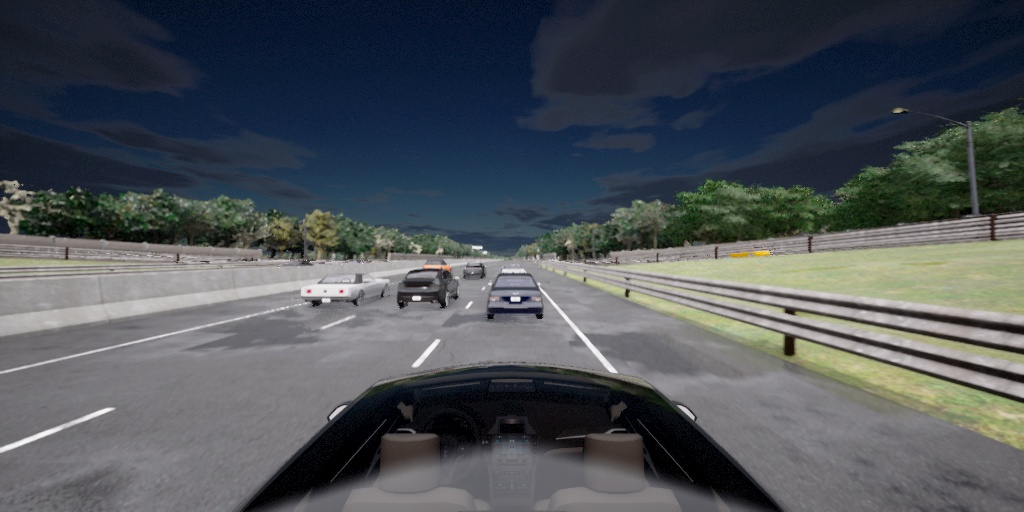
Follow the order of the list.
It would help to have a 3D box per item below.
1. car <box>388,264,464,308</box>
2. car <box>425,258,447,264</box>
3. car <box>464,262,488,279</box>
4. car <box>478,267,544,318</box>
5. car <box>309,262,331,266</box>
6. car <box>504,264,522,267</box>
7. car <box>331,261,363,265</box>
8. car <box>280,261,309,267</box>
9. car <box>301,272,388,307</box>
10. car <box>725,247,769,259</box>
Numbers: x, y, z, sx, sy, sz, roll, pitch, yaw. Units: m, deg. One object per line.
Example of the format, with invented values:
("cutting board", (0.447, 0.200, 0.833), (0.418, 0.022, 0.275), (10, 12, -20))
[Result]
("car", (-3.400, 1.261, 15.213), (1.837, 1.490, 4.892), (0, 0, 0))
("car", (-6.899, 1.132, 33.178), (2.097, 1.767, 4.553), (0, 0, 0))
("car", (-3.399, 1.272, 33.419), (2.128, 1.511, 4.902), (0, 0, 0))
("car", (0.101, 1.302, 12.934), (2.033, 1.411, 5.357), (0, 0, 0))
("car", (-21.086, 1.398, 41.719), (1.895, 1.301, 4.718), (0, 0, 0))
("car", (0.095, 1.378, 31.836), (1.895, 1.301, 4.718), (0, 0, 0))
("car", (-17.589, 1.318, 39.527), (1.812, 1.442, 4.674), (0, 0, 0))
("car", (-24.585, 1.301, 40.986), (1.837, 1.490, 4.892), (0, 0, 0))
("car", (-6.899, 1.358, 15.549), (1.895, 1.301, 4.718), (0, 0, 0))
("car", (27.922, -0.312, 42.840), (1.882, 1.535, 5.008), (0, -4, -13))
